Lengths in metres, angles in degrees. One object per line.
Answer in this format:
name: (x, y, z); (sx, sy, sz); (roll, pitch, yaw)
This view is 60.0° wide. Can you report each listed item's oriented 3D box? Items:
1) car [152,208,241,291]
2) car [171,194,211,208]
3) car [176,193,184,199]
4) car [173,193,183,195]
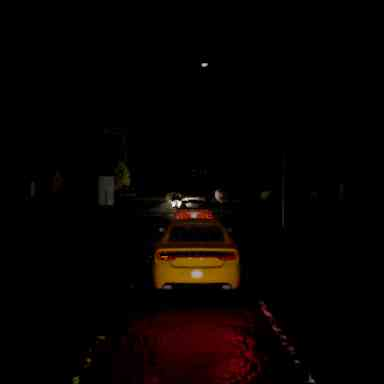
car: (0.097, 1.414, 8.864); (1.882, 1.535, 5.008); (0, 0, 0)
car: (0.046, 1.214, 19.266); (2.097, 1.767, 4.553); (0, 0, -1)
car: (-2.778, 0.951, 77.742); (1.812, 1.442, 4.674); (0, 0, 0)
car: (-2.811, 1.038, 61.986); (2.128, 1.511, 4.902); (0, 0, 0)
